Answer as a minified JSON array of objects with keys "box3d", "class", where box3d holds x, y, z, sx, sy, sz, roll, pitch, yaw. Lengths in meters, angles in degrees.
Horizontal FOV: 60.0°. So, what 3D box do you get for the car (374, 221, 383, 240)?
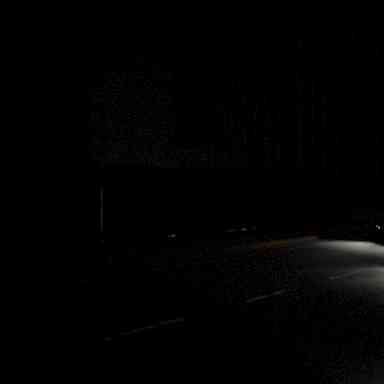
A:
[{"box3d":[10.397,1.516,15.582,4.674,1.442,1.812,0,0,-35],"class":"car"}]
